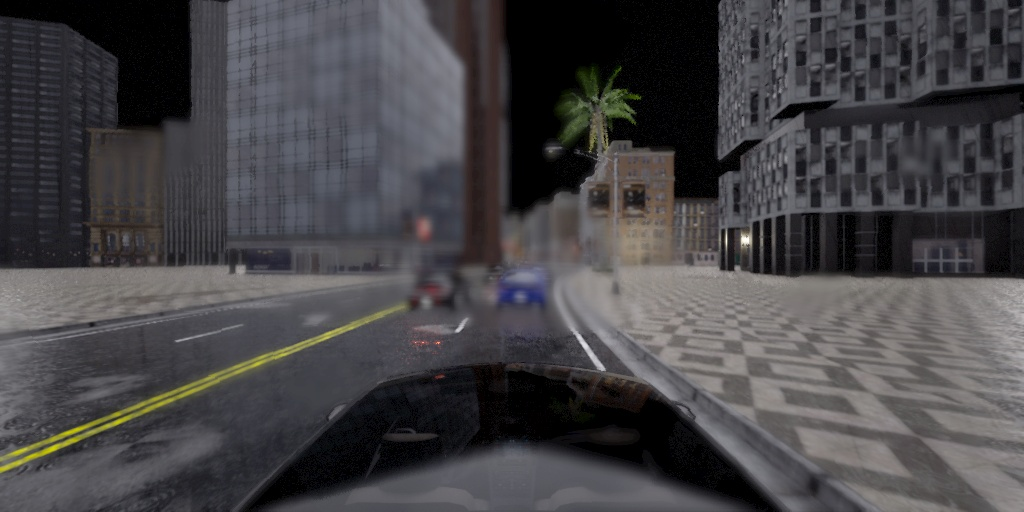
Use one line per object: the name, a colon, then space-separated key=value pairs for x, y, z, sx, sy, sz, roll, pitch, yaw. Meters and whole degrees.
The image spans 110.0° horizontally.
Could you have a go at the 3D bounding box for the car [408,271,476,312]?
car: x=-2.773 y=1.378 z=14.970 sx=1.837 sy=1.490 sz=4.892 roll=0 pitch=0 yaw=5

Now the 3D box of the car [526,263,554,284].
car: x=2.325 y=1.534 z=29.597 sx=1.812 sy=1.442 sz=4.674 roll=0 pitch=0 yaw=11

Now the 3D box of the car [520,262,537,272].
car: x=2.761 y=1.803 z=59.224 sx=1.812 sy=1.442 sz=4.674 roll=0 pitch=-1 yaw=15

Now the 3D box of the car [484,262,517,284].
car: x=-0.962 y=1.514 z=29.712 sx=1.837 sy=1.490 sz=4.892 roll=0 pitch=0 yaw=10

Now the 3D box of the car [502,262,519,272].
car: x=-0.231 y=1.811 z=60.547 sx=1.812 sy=1.442 sz=4.674 roll=0 pitch=0 yaw=15

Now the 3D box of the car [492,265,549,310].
car: x=0.549 y=1.355 z=15.516 sx=1.882 sy=1.535 sz=5.008 roll=0 pitch=0 yaw=6
